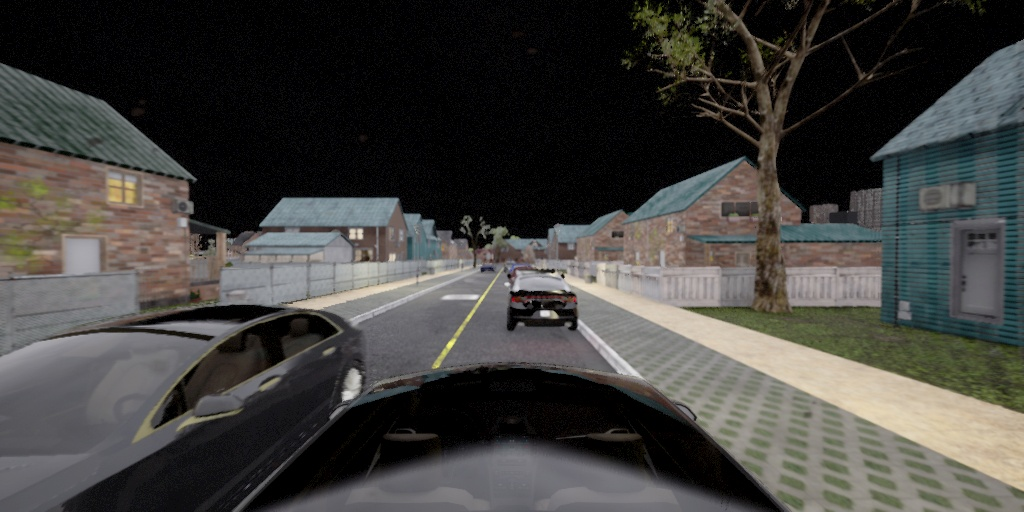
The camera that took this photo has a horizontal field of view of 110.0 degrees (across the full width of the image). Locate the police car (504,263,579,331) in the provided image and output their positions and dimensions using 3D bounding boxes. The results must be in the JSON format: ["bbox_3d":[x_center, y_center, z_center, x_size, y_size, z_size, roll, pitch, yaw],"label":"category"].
[{"bbox_3d":[0.789,1.194,11.261,1.930,1.638,5.238,0,0,0],"label":"police car"}]

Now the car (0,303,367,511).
[{"bbox_3d":[-2.851,1.257,2.987,1.837,1.490,4.892,0,0,0],"label":"car"}]

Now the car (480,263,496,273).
[{"bbox_3d":[-3.014,1.489,45.558,1.895,1.301,4.718,0,0,0],"label":"car"}]

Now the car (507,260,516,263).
[{"bbox_3d":[0.725,1.293,27.154,1.882,1.535,5.008,0,0,0],"label":"car"}]

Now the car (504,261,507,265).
[{"bbox_3d":[-0.156,1.396,49.142,2.128,1.511,4.902,0,0,0],"label":"car"}]

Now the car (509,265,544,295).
[{"bbox_3d":[0.749,1.322,21.153,1.812,1.442,4.674,0,0,0],"label":"car"}]
